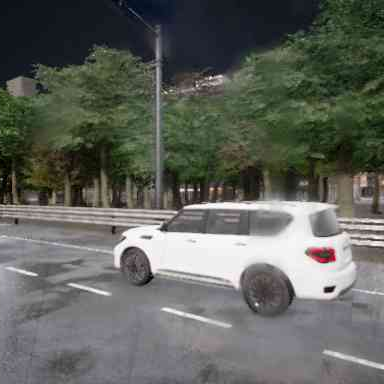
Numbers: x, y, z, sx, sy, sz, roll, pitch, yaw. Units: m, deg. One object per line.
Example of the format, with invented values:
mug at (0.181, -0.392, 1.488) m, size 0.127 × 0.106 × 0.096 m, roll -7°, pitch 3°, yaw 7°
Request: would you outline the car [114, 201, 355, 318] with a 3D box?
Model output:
car at (0.672, 1.227, 7.692) m, size 5.566 × 2.045 × 2.150 m, roll 0°, pitch 0°, yaw 36°
